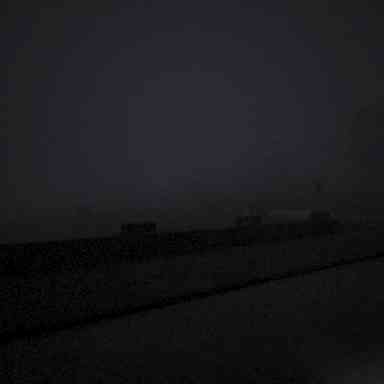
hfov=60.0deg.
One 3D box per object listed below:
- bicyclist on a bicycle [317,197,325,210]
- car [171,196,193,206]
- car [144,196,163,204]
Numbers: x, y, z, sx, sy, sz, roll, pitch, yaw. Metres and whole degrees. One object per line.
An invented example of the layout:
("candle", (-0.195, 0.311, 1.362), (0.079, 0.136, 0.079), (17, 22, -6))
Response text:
("bicyclist on a bicycle", (15.685, 1.421, 40.445), (1.656, 1.620, 0.582), (0, 0, -35))
("car", (-1.802, 1.416, 57.649), (2.097, 1.767, 4.553), (0, 0, -35))
("car", (-7.672, 1.541, 65.802), (1.882, 1.535, 5.008), (0, 0, -35))
